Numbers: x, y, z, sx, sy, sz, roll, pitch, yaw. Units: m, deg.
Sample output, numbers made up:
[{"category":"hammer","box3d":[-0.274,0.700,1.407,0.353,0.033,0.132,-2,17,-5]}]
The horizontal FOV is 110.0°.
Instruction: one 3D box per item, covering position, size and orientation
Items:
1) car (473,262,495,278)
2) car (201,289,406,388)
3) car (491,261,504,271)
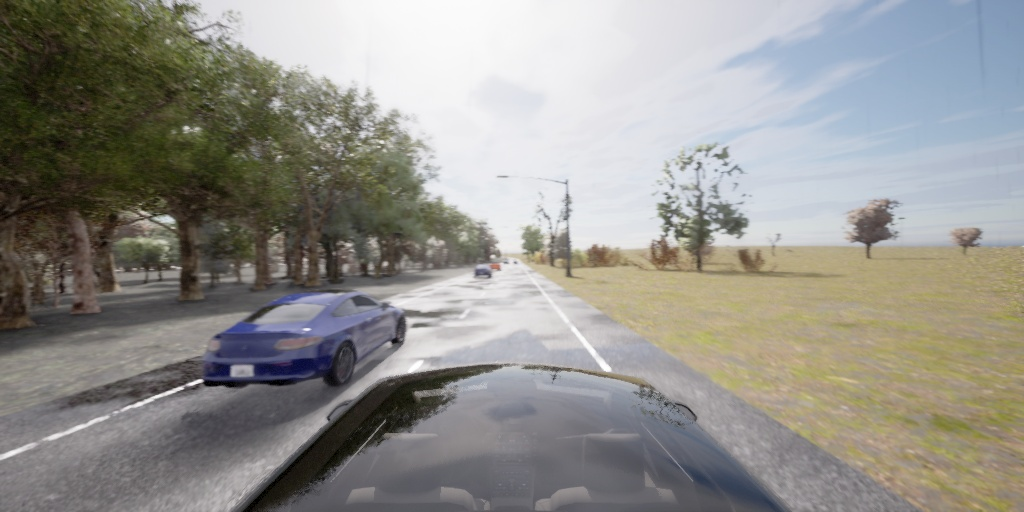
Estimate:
[{"category":"car","box3d":[-3.222,1.677,40.477,1.812,1.442,4.674,-1,0,1]},{"category":"car","box3d":[-3.567,1.385,7.072,1.812,1.442,4.674,-1,-1,1]},{"category":"car","box3d":[-2.990,1.687,63.315,2.097,1.767,4.553,-1,0,1]}]
